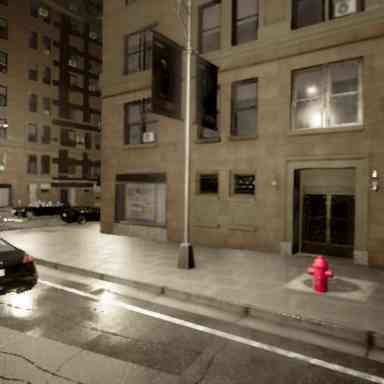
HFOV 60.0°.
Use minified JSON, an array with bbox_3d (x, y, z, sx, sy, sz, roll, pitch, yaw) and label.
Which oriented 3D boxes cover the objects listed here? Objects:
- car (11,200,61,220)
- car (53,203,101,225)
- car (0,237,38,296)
[{"bbox_3d":[-12.668,1.476,28.292,2.128,1.511,4.902,1,0,38],"label":"car"},{"bbox_3d":[-7.722,1.665,24.999,1.947,1.339,4.313,1,0,36],"label":"car"},{"bbox_3d":[-5.361,1.521,7.504,4.181,1.385,1.994,0,0,35],"label":"car"}]
